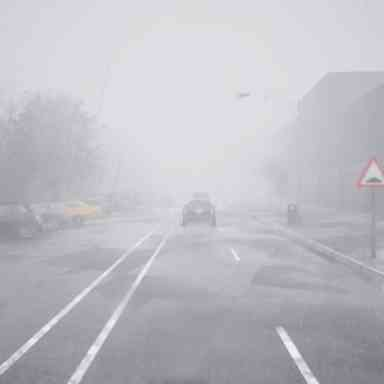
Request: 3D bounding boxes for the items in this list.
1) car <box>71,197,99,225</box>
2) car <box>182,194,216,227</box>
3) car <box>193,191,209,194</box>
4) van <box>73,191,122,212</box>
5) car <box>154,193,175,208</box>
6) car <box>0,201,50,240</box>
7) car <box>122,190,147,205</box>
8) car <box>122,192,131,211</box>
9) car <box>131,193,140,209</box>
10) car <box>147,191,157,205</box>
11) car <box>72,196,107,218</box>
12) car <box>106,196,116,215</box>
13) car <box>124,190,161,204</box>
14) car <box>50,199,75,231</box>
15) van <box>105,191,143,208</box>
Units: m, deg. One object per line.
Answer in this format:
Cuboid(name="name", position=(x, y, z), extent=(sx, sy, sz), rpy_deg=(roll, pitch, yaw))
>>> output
Cuboid(name="car", position=(-8.940, 1.359, 21.311), extent=(5.366, 1.575, 1.946), rpy_deg=(-1, 0, -18))
Cuboid(name="car", position=(0.479, 1.222, 21.925), extent=(2.097, 1.767, 4.553), rpy_deg=(0, 0, 2))
Cuboid(name="car", position=(1.046, 0.918, 40.288), extent=(2.150, 2.045, 5.566), rpy_deg=(0, 1, 2))
Cuboid(name="van", position=(-8.939, 1.064, 30.098), extent=(4.442, 1.987, 1.878), rpy_deg=(-1, 1, -18))
Cuboid(name="car", position=(-3.231, 1.180, 42.078), extent=(1.837, 1.490, 4.892), rpy_deg=(0, 1, 2))
Cuboid(name="car", position=(-9.244, 1.280, 15.316), extent=(4.553, 1.767, 2.185), rpy_deg=(-1, 1, -19))
Cuboid(name="car", position=(-8.575, 0.947, 39.007), extent=(5.566, 2.045, 2.435), rpy_deg=(-1, 1, -18))
Cuboid(name="car", position=(-8.765, 1.134, 33.093), extent=(4.553, 1.767, 2.185), rpy_deg=(-1, 0, -18))
Cuboid(name="car", position=(-8.647, 1.229, 36.067), extent=(5.008, 1.535, 2.097), rpy_deg=(-1, 0, -18))
Cuboid(name="car", position=(-8.090, 1.087, 47.968), extent=(5.366, 1.575, 1.946), rpy_deg=(-1, 0, -18))
Cuboid(name="car", position=(-9.199, 1.340, 24.161), extent=(5.366, 1.575, 1.946), rpy_deg=(-1, 1, -18))
Cuboid(name="car", position=(-8.952, 1.345, 27.170), extent=(4.792, 1.488, 2.163), rpy_deg=(-1, 1, -18))
Cuboid(name="car", position=(-8.091, 0.770, 53.793), extent=(5.566, 2.045, 2.435), rpy_deg=(-1, 1, -18))
Cuboid(name="car", position=(-9.206, 1.387, 18.280), extent=(4.892, 1.521, 2.231), rpy_deg=(-1, 0, -19))
Cuboid(name="van", position=(-8.558, 0.940, 41.935), extent=(4.442, 1.987, 1.878), rpy_deg=(-1, 1, -18))
